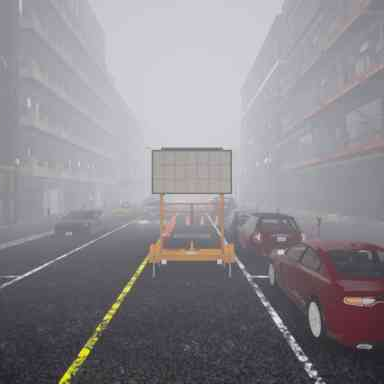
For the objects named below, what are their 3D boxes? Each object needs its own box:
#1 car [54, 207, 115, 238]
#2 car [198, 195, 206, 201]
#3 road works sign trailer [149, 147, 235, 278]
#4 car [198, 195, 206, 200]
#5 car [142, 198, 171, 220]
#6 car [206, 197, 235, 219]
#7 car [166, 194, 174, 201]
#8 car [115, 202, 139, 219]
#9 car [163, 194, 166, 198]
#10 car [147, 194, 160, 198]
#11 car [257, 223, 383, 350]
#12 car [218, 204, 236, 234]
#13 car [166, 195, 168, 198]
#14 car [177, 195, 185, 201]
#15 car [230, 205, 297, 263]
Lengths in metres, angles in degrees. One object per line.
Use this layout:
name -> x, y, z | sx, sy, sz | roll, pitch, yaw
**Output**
car -> -5.693, 1.566, 17.579 | 1.947, 1.339, 4.313 | 0, 0, 0
car -> 2.674, 1.503, 79.748 | 1.752, 1.417, 4.829 | 0, 0, 0
road works sign trailer -> -0.003, 0.465, 10.074 | 2.380, 3.560, 2.880 | 0, 0, 0
car -> 2.671, 1.517, 90.851 | 1.887, 1.381, 4.507 | 0, 0, 0
car -> -3.107, 1.523, 28.686 | 1.812, 1.442, 4.674 | 0, 0, 0
car -> 2.686, 1.313, 28.851 | 2.192, 1.841, 5.009 | 0, 0, 0
car -> -5.706, 1.293, 79.581 | 2.192, 1.841, 5.009 | 0, 0, 0
car -> -5.696, 1.523, 28.682 | 1.752, 1.417, 4.829 | 0, 0, 0
car -> -5.700, 1.305, 51.399 | 2.192, 1.841, 5.009 | 0, 0, 0
car -> -5.699, 1.432, 45.762 | 1.967, 1.590, 4.097 | 0, 0, 0
car -> 2.690, 1.545, 6.305 | 1.887, 1.381, 4.507 | 0, 0, 0
car -> 2.688, 1.550, 17.577 | 2.008, 1.369, 4.403 | 0, 0, 0
car -> -5.702, 1.570, 57.035 | 1.802, 1.307, 4.206 | 0, 0, 0
car -> -3.020, 1.467, 86.899 | 2.128, 1.511, 4.902 | 0, 0, 0
car -> 2.689, 1.440, 11.942 | 1.967, 1.590, 4.097 | 0, 0, 0
